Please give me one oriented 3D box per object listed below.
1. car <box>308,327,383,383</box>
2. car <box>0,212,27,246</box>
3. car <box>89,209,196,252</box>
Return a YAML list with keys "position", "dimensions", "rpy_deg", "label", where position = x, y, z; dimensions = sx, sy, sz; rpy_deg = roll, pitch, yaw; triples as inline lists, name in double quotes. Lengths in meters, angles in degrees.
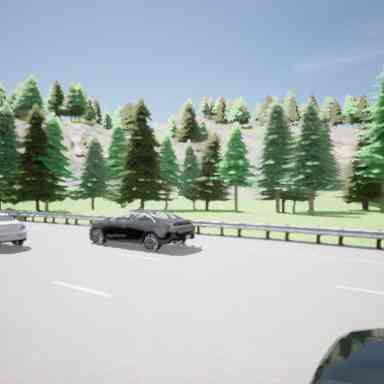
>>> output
- position: [2.798, 1.556, 1.898]
  dimensions: [4.181, 1.385, 1.994]
  rpy_deg: [0, 0, 36]
  label: "car"
- position: [-8.698, 1.517, 13.681]
  dimensions: [4.674, 1.442, 1.812]
  rpy_deg: [0, 0, 31]
  label: "car"
- position: [-2.178, 1.473, 13.732]
  dimensions: [4.902, 1.511, 2.128]
  rpy_deg: [0, 0, 33]
  label: "car"
